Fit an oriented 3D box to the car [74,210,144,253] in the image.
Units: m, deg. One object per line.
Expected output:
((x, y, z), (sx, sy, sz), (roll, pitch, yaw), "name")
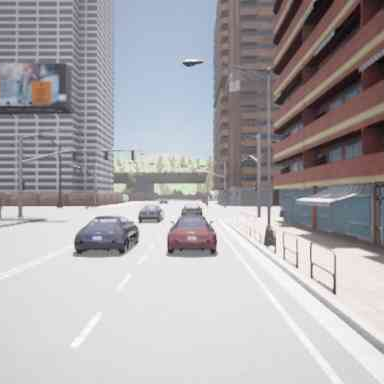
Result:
((-3.499, 1.699, 14.288), (1.994, 1.385, 4.181), (0, 0, 0), "car")

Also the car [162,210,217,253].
((0.001, 1.699, 14.289), (1.994, 1.385, 4.181), (0, 0, 0), "car")

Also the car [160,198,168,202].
((-7.018, 2.294, 82.374), (1.812, 1.442, 4.674), (0, -1, 0), "car")

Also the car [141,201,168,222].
((-3.505, 1.819, 28.989), (2.033, 1.411, 5.357), (0, -1, 0), "car")

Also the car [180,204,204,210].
((0.000, 1.767, 29.293), (2.128, 1.511, 4.902), (0, 0, 0), "car")
